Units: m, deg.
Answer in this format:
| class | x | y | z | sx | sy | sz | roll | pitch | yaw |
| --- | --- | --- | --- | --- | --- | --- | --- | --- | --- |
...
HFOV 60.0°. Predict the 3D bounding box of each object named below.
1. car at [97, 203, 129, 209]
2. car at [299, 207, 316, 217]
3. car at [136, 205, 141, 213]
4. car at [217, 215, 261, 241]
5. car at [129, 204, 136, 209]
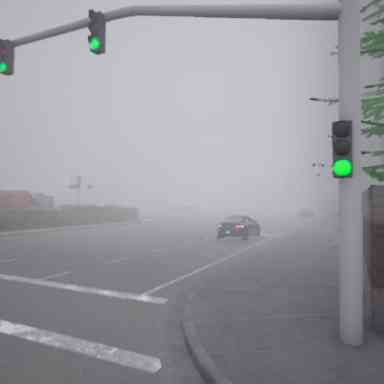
| class | x | y | z | sx | sy | sz | roll | pitch | yaw |
| --- | --- | --- | --- | --- | --- | --- | --- | --- | --- |
| car | -14.350 | 3.003 | 60.207 | 4.605 | 1.855 | 1.932 | 0 | -2 | 25 |
| car | 19.118 | 3.471 | 55.586 | 1.994 | 1.385 | 4.181 | 0 | -2 | 25 |
| car | -12.005 | 3.427 | 65.256 | 3.806 | 1.475 | 1.970 | 0 | -2 | 25 |
| car | 2.989 | 2.184 | 20.941 | 1.812 | 1.442 | 4.674 | 0 | -2 | 25 |
| car | -13.247 | 3.301 | 62.644 | 3.905 | 1.438 | 1.784 | 0 | -2 | 25 |
